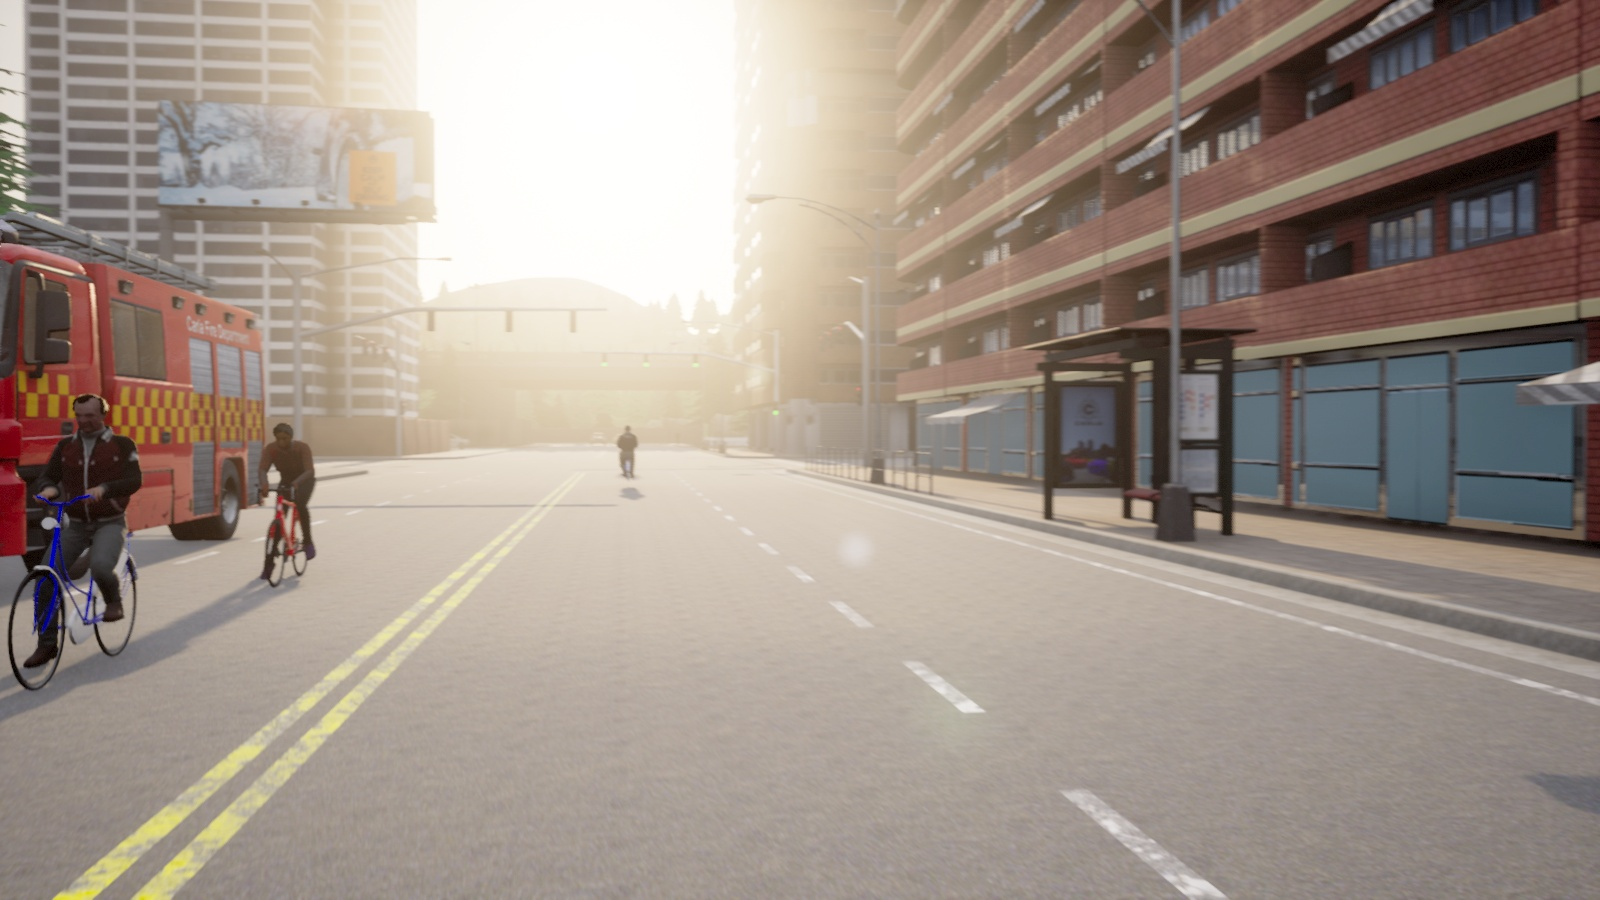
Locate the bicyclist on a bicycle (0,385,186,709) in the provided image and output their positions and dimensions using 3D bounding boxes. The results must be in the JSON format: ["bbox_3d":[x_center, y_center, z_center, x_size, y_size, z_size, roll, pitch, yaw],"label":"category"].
[{"bbox_3d":[-4.487,0.525,7.803,0.659,1.776,1.843,0,0,-8],"label":"bicyclist on a bicycle"}]

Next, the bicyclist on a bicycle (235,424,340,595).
[{"bbox_3d":[-5.160,0.549,12.732,0.582,1.620,1.656,0,1,-8],"label":"bicyclist on a bicycle"}]

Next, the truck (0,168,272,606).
[{"bbox_3d":[-8.990,-0.597,14.909,2.891,3.827,8.468,0,1,-8],"label":"truck"}]
